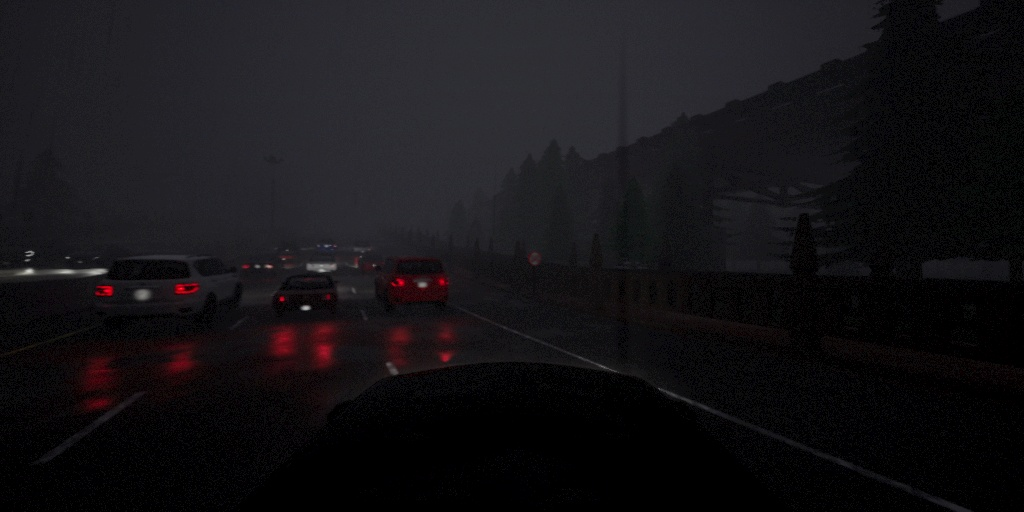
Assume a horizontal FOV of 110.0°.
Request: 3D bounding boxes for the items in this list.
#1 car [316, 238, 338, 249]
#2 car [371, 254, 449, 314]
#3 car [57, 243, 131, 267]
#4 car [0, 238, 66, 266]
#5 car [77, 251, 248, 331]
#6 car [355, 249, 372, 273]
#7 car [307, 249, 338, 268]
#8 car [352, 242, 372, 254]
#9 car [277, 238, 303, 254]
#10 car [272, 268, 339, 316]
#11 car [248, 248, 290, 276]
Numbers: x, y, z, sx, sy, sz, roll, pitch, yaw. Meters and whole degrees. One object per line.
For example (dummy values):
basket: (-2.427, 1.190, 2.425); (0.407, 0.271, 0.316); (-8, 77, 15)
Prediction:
car: (-20.270, -1.240, 39.342); (2.097, 1.767, 4.553); (0, 6, -26)
car: (-4.192, 0.993, 14.535); (2.150, 2.045, 5.566); (0, 1, -26)
car: (-29.081, -0.129, 25.405); (1.812, 1.442, 4.674); (0, 6, -25)
car: (-32.431, -0.372, 24.299); (2.097, 1.767, 4.553); (0, 6, -26)
car: (-10.471, 0.960, 11.442); (2.150, 2.045, 5.566); (0, 1, -26)
car: (-11.117, 0.484, 28.645); (1.994, 1.385, 4.181); (0, 5, -26)
car: (-14.166, 0.523, 26.900); (1.895, 1.301, 4.718); (0, 5, -26)
car: (-17.184, -0.987, 40.998); (1.895, 1.301, 4.718); (0, 7, -26)
car: (-23.435, -1.105, 37.844); (1.837, 1.490, 4.892); (0, 7, -26)
car: (-7.631, 1.338, 13.607); (1.895, 1.301, 4.718); (0, 1, -26)
car: (-17.001, 0.513, 24.713); (2.033, 1.411, 5.357); (0, 5, -26)
